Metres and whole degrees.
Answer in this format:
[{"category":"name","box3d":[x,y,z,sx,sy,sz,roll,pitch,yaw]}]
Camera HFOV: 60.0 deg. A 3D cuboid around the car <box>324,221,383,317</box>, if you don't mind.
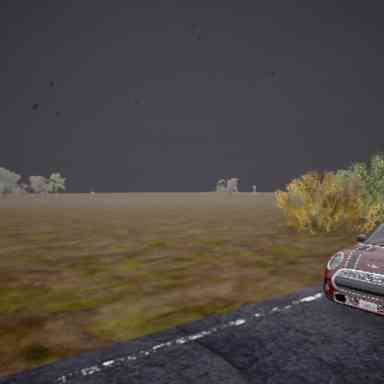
[{"category":"car","box3d":[4.800,1.356,7.067,4.553,1.767,2.097,0,0,-37]}]
